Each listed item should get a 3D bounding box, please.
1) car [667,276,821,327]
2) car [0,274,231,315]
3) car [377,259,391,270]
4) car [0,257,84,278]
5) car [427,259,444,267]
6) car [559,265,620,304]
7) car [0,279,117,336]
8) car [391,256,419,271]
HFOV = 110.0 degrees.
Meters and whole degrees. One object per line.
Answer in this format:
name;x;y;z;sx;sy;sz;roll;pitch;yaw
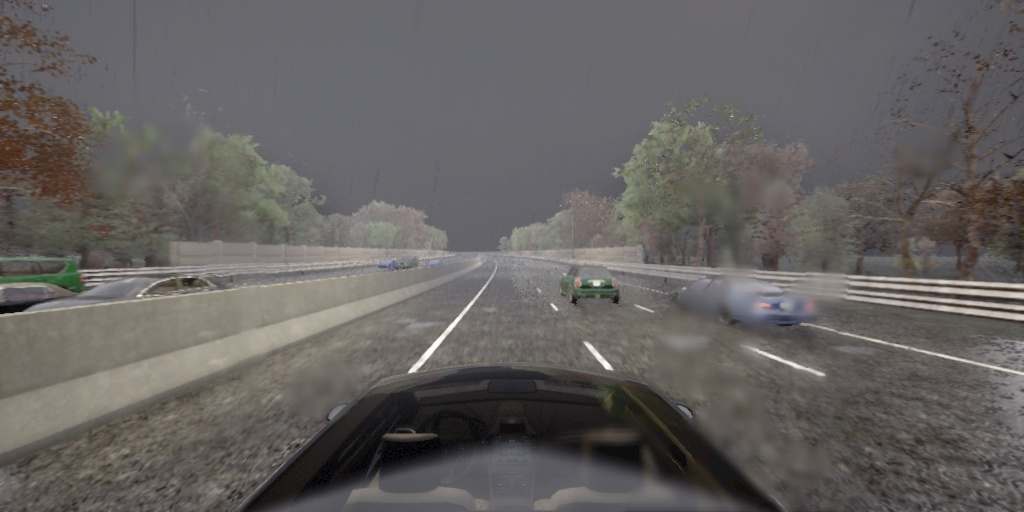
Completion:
car;7.085;1.360;11.744;2.033;1.411;5.357;0;0;0
car;-10.612;1.321;10.453;1.837;1.490;4.892;0;0;0
car;-18.209;1.218;52.844;1.882;1.535;5.008;0;1;-1
car;-17.614;1.050;11.590;2.150;2.045;5.566;0;0;0
car;-11.207;1.218;52.738;1.882;1.535;5.008;0;1;-1
car;3.547;1.197;17.208;2.097;1.767;4.553;0;0;0
car;-14.108;1.414;9.576;1.895;1.301;4.718;0;0;0
car;-14.654;0.987;50.426;2.150;2.045;5.566;0;1;-1
